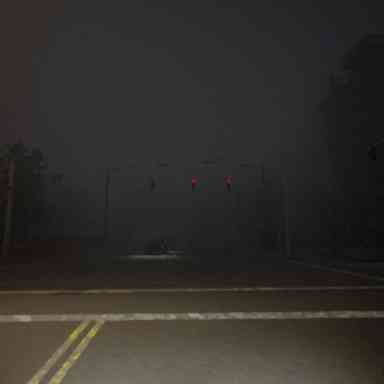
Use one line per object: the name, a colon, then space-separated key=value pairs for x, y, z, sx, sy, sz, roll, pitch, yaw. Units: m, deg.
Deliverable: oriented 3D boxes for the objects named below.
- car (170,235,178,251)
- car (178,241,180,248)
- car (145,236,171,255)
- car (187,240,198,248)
car: x=-3.462 y=6.897 z=45.009 sx=2.150 sy=2.045 sz=5.566 roll=0 pitch=-9 yaw=0
car: x=-3.369 y=9.464 z=61.718 sx=2.097 sy=1.767 sz=4.553 roll=0 pitch=-8 yaw=0
car: x=-3.507 y=5.475 z=33.497 sx=1.882 sy=1.535 sz=5.008 roll=0 pitch=-8 yaw=0
car: x=0.146 y=9.234 z=59.261 sx=2.128 sy=1.511 sz=4.902 roll=0 pitch=-8 yaw=0
